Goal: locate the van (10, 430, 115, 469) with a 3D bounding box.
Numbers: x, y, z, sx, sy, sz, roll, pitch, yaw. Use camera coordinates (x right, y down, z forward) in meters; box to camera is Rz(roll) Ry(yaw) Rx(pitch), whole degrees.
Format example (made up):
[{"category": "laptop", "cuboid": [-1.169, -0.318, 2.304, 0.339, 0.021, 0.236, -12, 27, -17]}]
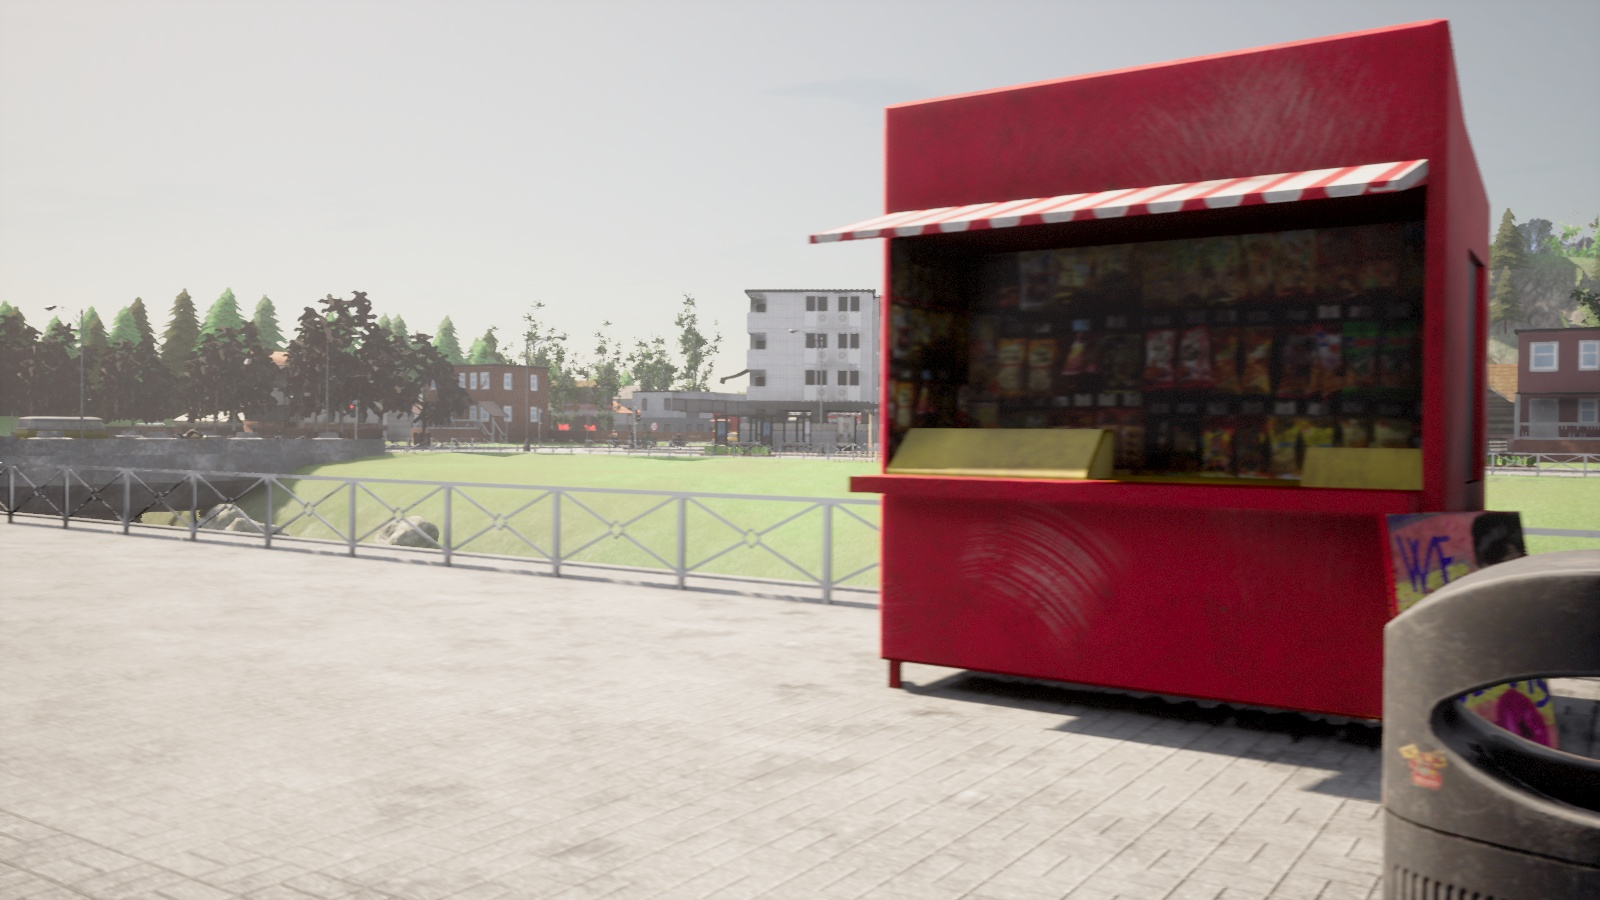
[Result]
[{"category": "van", "cuboid": [-38.932, -0.070, 66.417, 1.775, 1.987, 4.442, 0, 1, 34]}]
